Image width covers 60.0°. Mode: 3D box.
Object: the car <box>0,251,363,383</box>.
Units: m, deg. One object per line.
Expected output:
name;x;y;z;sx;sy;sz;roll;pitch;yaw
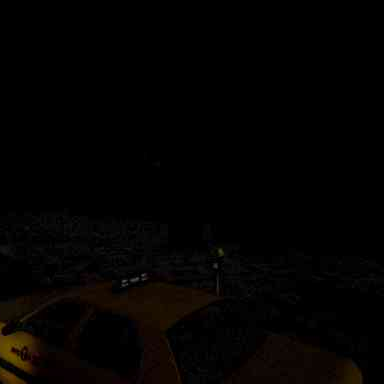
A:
car;-0.822;1.525;3.552;4.829;1.417;1.752;0;0;36
